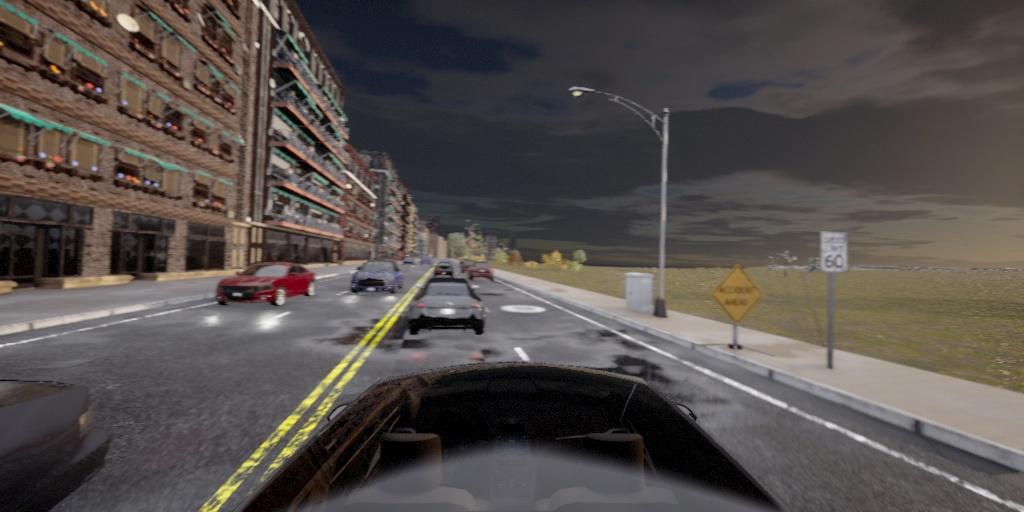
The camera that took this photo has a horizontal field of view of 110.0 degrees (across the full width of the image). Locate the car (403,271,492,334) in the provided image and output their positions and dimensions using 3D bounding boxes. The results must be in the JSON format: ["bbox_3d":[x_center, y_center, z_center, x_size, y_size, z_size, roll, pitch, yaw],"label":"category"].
[{"bbox_3d":[-1.930,1.323,10.680,1.994,1.385,4.181,2,-1,-11],"label":"car"}]

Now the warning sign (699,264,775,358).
[{"bbox_3d":[4.749,1.096,7.642,1.300,1.860,1.060,0,0,-11],"label":"warning sign"}]

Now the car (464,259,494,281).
[{"bbox_3d":[-2.910,1.269,32.709,2.097,1.767,4.553,2,0,-11],"label":"car"}]

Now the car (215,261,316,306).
[{"bbox_3d":[-9.411,0.989,14.162,1.882,1.535,5.008,2,0,-11],"label":"car"}]

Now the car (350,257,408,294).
[{"bbox_3d":[-7.063,0.997,19.186,2.097,1.767,4.553,2,-1,-11],"label":"car"}]

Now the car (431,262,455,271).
[{"bbox_3d":[-6.607,1.303,34.792,1.837,1.490,4.892,2,0,-11],"label":"car"}]

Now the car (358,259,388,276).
[{"bbox_3d":[-13.227,1.078,34.423,1.812,1.442,4.674,2,-1,-11],"label":"car"}]

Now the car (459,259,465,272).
[{"bbox_3d":[-5.612,1.288,46.708,2.097,1.767,4.553,2,-1,-11],"label":"car"}]
